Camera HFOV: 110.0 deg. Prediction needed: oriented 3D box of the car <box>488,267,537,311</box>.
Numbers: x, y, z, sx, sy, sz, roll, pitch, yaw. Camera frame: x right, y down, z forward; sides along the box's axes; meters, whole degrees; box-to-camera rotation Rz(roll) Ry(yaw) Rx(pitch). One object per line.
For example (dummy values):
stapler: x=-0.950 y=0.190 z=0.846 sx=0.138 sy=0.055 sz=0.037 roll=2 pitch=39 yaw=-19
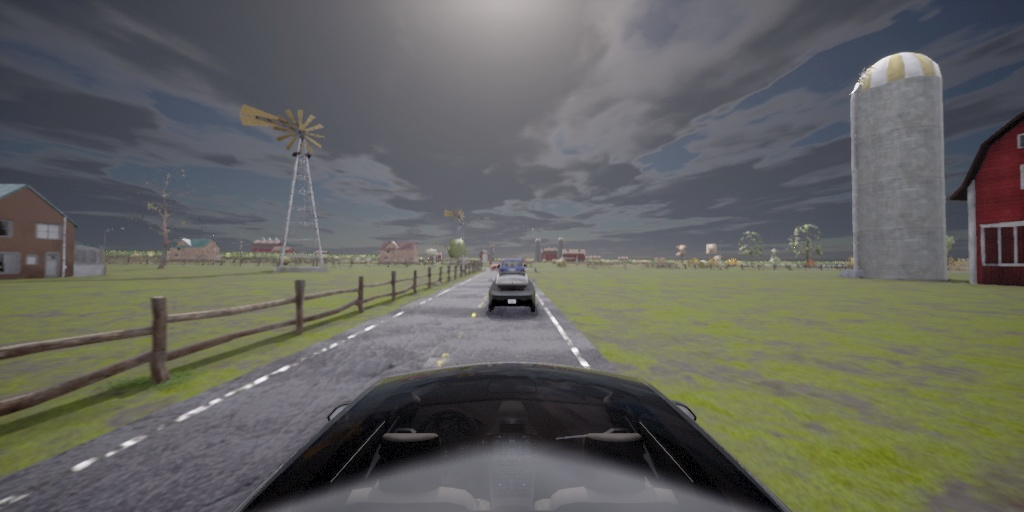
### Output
car: x=0.019 y=1.402 z=15.358 sx=1.837 sy=1.490 sz=4.892 roll=0 pitch=0 yaw=0

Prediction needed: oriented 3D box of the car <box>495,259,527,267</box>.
car: x=0.010 y=1.265 z=29.434 sx=2.150 sy=2.045 sz=5.566 roll=0 pitch=0 yaw=0

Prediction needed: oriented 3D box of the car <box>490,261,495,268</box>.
car: x=-2.763 y=1.741 z=64.494 sx=2.097 sy=1.767 sz=4.553 roll=0 pitch=0 yaw=0
